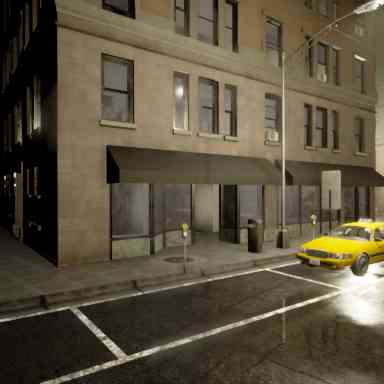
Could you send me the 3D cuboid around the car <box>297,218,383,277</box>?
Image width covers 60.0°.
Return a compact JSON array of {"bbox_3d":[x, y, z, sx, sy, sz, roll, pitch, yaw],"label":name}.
[{"bbox_3d":[5.218,1.526,10.242,4.829,1.417,1.752,0,0,-35],"label":"car"}]
